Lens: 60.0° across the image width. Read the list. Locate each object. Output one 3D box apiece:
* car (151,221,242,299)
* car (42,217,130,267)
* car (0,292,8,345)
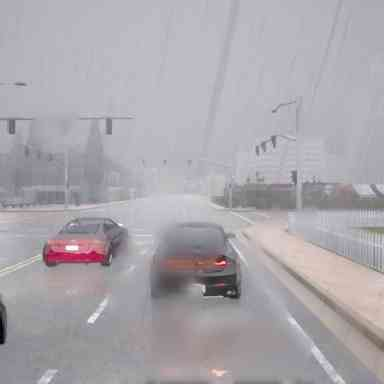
[{"bbox_3d":[0.087,1.505,8.440,1.837,1.490,4.892,0,0,0],"label":"car"},{"bbox_3d":[-3.418,1.564,11.479,1.994,1.385,4.181,0,0,0],"label":"car"},{"bbox_3d":[-3.408,1.492,2.570,2.128,1.511,4.902,0,0,0],"label":"car"}]
